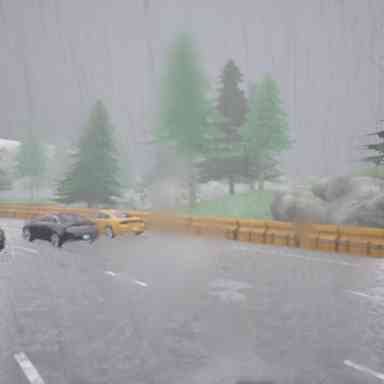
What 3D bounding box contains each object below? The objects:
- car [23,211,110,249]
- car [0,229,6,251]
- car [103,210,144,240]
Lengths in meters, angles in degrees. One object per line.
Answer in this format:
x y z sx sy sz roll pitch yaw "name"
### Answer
-6.433 1.750 16.099 4.902 1.511 2.128 0 -1 41 "car"
-9.481 1.730 13.931 4.674 1.442 1.812 0 -1 39 "car"
-4.915 1.791 19.383 5.008 1.535 1.882 0 -1 40 "car"
